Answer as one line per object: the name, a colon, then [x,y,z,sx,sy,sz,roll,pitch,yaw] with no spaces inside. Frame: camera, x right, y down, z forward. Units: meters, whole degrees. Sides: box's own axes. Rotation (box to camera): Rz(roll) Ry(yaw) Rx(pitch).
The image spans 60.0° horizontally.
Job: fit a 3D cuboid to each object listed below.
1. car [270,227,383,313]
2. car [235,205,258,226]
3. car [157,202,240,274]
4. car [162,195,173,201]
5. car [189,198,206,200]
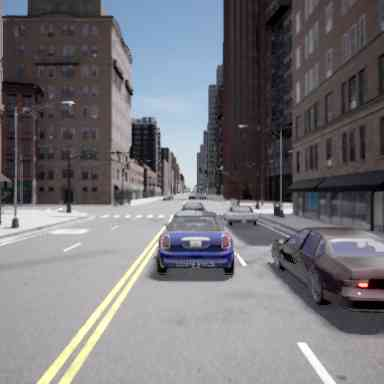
car: [3.350,1.551,7.951,2.033,1.411,5.357,0,0,0]
car: [3.347,1.611,23.625,1.895,1.301,4.718,0,0,0]
car: [0.098,1.358,10.746,2.097,1.767,4.553,0,0,0]
car: [-6.513,1.639,84.902,1.895,1.301,4.718,0,0,0]
car: [0.073,1.489,25.255,1.882,1.535,5.008,0,0,-1]
